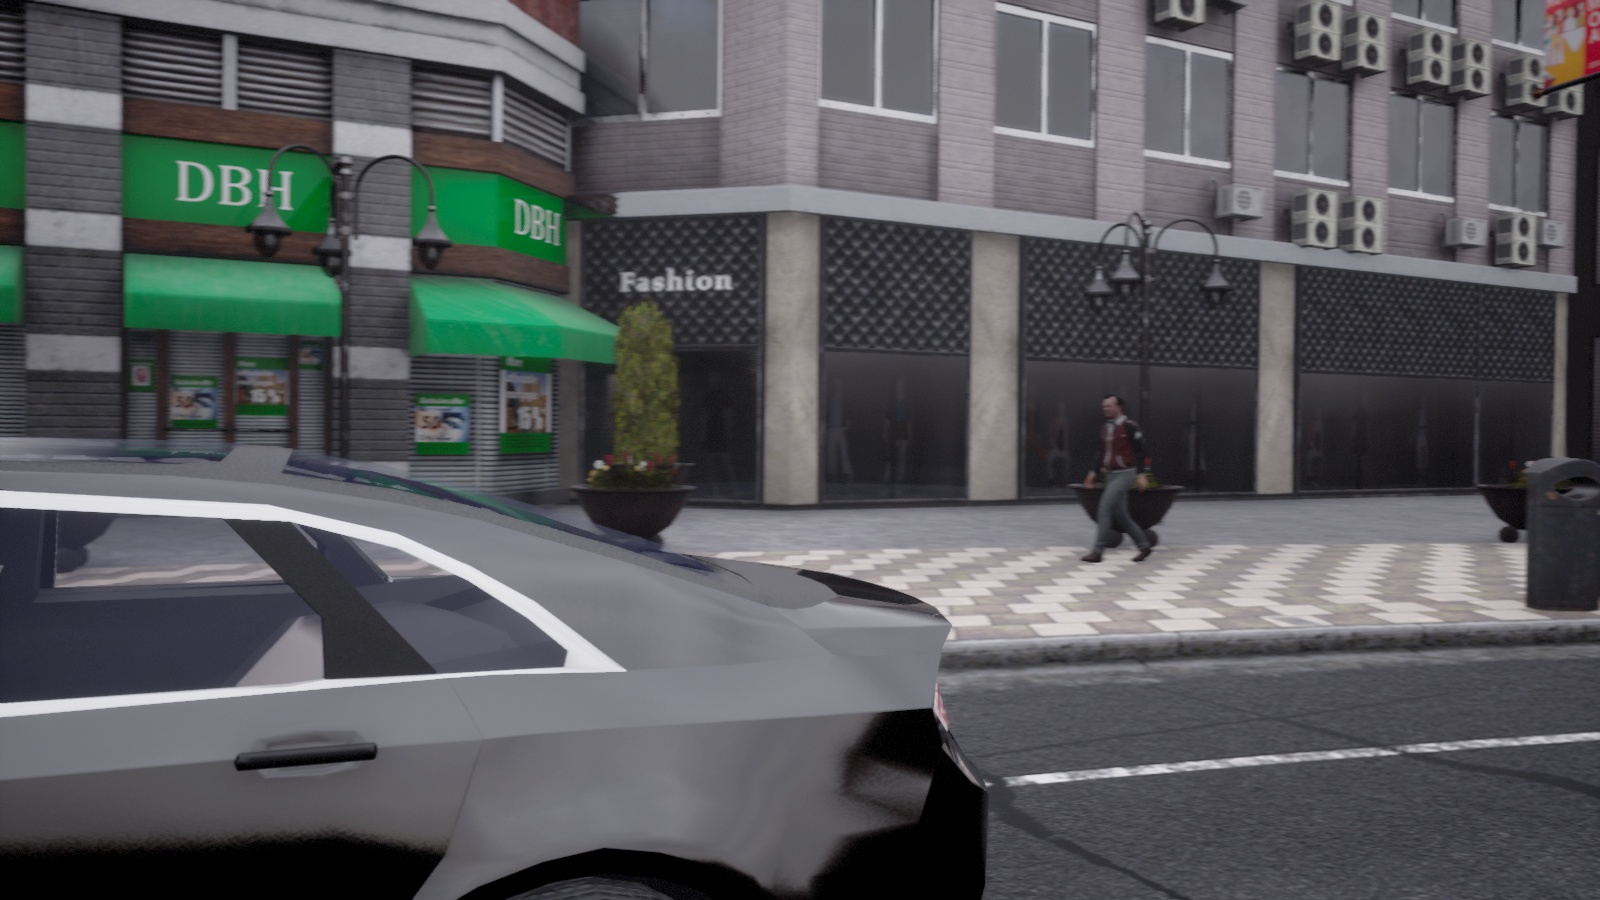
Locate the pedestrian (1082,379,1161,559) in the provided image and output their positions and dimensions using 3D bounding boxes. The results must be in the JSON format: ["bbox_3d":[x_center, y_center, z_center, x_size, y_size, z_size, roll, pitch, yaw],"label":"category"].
[{"bbox_3d":[3.396,0.191,13.278,0.720,1.854,0.376,-1,1,-21],"label":"pedestrian"}]

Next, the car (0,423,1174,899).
[{"bbox_3d":[-1.961,0.732,2.483,4.902,1.511,2.128,-1,1,-21],"label":"car"}]
